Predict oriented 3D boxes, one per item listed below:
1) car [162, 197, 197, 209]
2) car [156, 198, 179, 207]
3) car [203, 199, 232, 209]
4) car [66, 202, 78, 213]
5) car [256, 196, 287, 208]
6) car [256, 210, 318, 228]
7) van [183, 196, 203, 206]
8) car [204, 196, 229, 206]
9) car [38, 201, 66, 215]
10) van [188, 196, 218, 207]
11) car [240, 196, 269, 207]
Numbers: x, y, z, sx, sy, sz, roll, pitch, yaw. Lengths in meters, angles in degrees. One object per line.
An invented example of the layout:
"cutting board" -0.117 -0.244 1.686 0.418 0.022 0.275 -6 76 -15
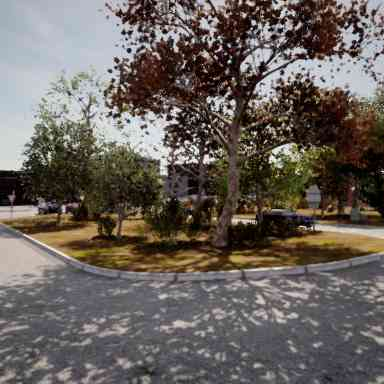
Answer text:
"car" -1.679 1.756 38.506 2.097 1.767 4.553 3 -2 -35
"car" -4.802 1.962 65.449 1.946 1.575 5.366 1 0 -36
"car" 4.315 1.979 56.437 1.946 1.575 5.366 1 0 -36
"car" -14.967 2.062 42.850 2.002 1.452 4.674 -1 0 -36
"car" 15.418 1.940 64.708 2.435 2.045 5.566 1 -1 -36
"car" 7.263 2.036 25.737 1.895 1.301 4.718 3 -3 -35
"van" 0.212 1.796 68.680 1.878 1.987 4.442 1 -1 -36
"car" 5.185 1.861 72.370 2.435 2.045 5.566 1 -1 -36
"car" -17.517 1.925 40.962 2.185 1.767 4.553 -1 0 -35
"van" 1.871 1.735 55.053 1.878 1.987 4.442 1 0 -36
"car" 10.997 1.834 61.501 2.435 2.045 5.566 1 -1 -36
